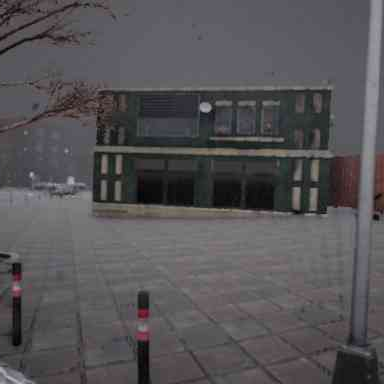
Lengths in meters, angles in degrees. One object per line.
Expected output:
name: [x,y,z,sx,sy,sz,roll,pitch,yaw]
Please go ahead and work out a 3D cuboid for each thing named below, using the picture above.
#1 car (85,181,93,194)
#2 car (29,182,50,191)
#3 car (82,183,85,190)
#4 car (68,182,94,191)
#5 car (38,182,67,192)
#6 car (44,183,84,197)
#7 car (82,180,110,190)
car: [-15.341,-0.625,57.508,2.150,2.045,5.566,3,2,19]
car: [-27.425,-1.060,60.712,4.553,1.767,2.185,3,2,19]
car: [-24.704,-1.253,68.525,4.553,1.767,2.185,3,2,19]
car: [-23.835,-1.197,71.150,4.892,1.521,2.231,3,2,19]
car: [-26.556,-0.998,63.337,5.008,1.535,2.097,3,2,19]
car: [-18.365,-0.129,47.812,2.128,1.511,4.902,3,2,16]
car: [-22.033,-1.595,76.352,5.566,2.045,2.435,3,2,19]
